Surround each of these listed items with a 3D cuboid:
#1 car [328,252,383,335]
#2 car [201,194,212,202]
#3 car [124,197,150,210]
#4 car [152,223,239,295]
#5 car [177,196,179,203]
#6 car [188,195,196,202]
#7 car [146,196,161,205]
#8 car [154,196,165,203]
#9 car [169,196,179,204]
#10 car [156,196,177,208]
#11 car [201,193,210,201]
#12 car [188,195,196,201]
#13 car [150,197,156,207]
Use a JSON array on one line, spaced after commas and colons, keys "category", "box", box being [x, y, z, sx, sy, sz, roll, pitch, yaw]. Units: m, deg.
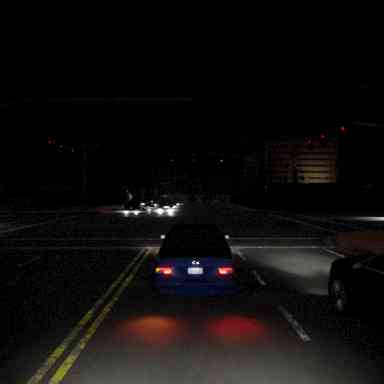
[{"category": "car", "box": [3.559, 1.491, 4.599, 2.128, 1.511, 4.902, 0, 0, 0]}, {"category": "car", "box": [3.447, 1.344, 74.634, 2.097, 1.767, 4.553, 0, 0, 0]}, {"category": "car", "box": [-7.171, 1.547, 42.288, 2.033, 1.411, 5.357, 0, 0, 2]}, {"category": "car", "box": [0.077, 1.547, 8.842, 2.033, 1.411, 5.357, 0, 0, 0]}, {"category": "car", "box": [-3.624, 1.491, 56.854, 2.128, 1.511, 4.902, 0, 0, 0]}, {"category": "car", "box": [-0.053, 1.531, 74.343, 2.033, 1.411, 5.357, 0, 0, 0]}, {"category": "car", "box": [-7.107, 1.547, 61.730, 2.033, 1.411, 5.357, 0, 0, 0]}, {"category": "car", "box": [-7.051, 1.552, 71.649, 1.994, 1.385, 4.181, 0, 0, 0]}, {"category": "car", "box": [-3.569, 1.505, 66.900, 1.837, 1.490, 4.892, 0, 0, 0]}, {"category": "car", "box": [-3.633, 1.601, 47.537, 1.895, 1.301, 4.718, 0, 0, 0]}, {"category": "car", "box": [3.439, 1.228, 84.590, 2.097, 1.767, 4.553, 0, 0, 0]}, {"category": "car", "box": [-0.061, 1.425, 84.616, 1.994, 1.385, 4.181, 0, 0, 0]}, {"category": "car", "box": [-7.130, 1.505, 51.930, 1.837, 1.490, 4.892, 0, 0, 0]}]
